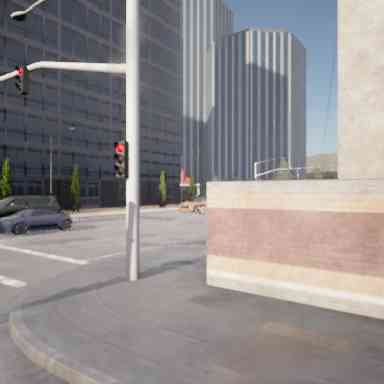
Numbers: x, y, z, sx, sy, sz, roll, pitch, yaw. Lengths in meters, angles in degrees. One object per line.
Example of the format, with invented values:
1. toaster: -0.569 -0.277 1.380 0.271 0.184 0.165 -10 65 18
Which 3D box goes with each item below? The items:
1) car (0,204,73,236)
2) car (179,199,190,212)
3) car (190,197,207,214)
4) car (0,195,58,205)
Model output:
1. car: -8.953 1.598 18.837 1.994 1.385 4.181 0 0 36
2. car: 0.467 1.384 37.978 2.097 1.767 4.553 0 0 36
3. car: 2.339 1.526 34.585 2.128 1.511 4.902 0 0 36
4. car: -11.335 1.252 21.580 2.150 2.045 5.566 0 0 37
